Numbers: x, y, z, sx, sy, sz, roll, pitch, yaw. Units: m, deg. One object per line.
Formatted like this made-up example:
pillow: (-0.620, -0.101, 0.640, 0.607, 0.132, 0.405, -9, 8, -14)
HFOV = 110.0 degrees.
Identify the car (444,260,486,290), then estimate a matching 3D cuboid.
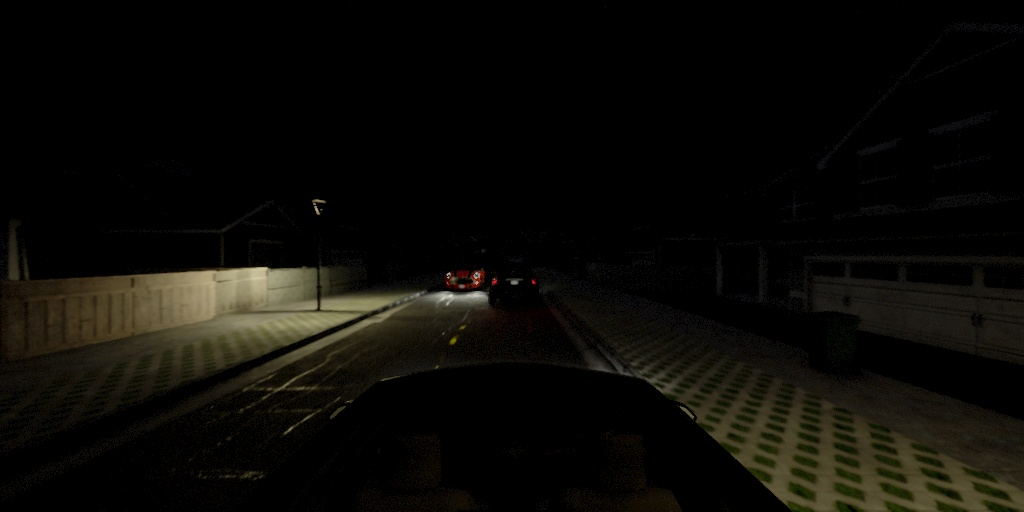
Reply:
car: (-2.771, 1.090, 22.032, 2.097, 1.767, 4.553, 0, 0, 0)

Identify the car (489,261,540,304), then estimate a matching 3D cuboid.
car: (0.093, 1.094, 16.536, 2.097, 1.767, 4.553, 0, 0, 0)
